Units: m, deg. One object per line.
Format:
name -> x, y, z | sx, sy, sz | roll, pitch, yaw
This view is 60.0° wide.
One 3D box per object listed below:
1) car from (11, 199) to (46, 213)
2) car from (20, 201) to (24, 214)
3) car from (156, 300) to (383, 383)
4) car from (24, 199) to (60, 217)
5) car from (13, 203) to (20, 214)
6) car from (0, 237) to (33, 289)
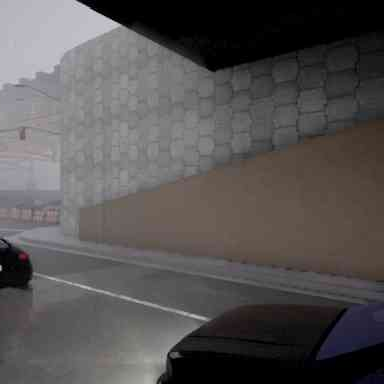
car -> -15.774, 1.295, 32.428 | 1.853, 1.218, 4.536 | 0, 0, -9
car -> -12.077, 1.453, 29.615 | 4.974, 1.542, 2.038 | 0, 0, 1
car -> 2.278, 1.547, 2.364 | 5.357, 1.411, 2.033 | 0, 0, 36
car -> -12.025, 1.295, 29.614 | 4.536, 1.218, 1.853 | 0, 0, 1
car -> -15.766, 1.453, 32.377 | 2.038, 1.542, 4.974 | 0, 0, -9
car -> -5.718, 1.564, 8.045 | 4.181, 1.385, 1.994 | 0, 0, 36
